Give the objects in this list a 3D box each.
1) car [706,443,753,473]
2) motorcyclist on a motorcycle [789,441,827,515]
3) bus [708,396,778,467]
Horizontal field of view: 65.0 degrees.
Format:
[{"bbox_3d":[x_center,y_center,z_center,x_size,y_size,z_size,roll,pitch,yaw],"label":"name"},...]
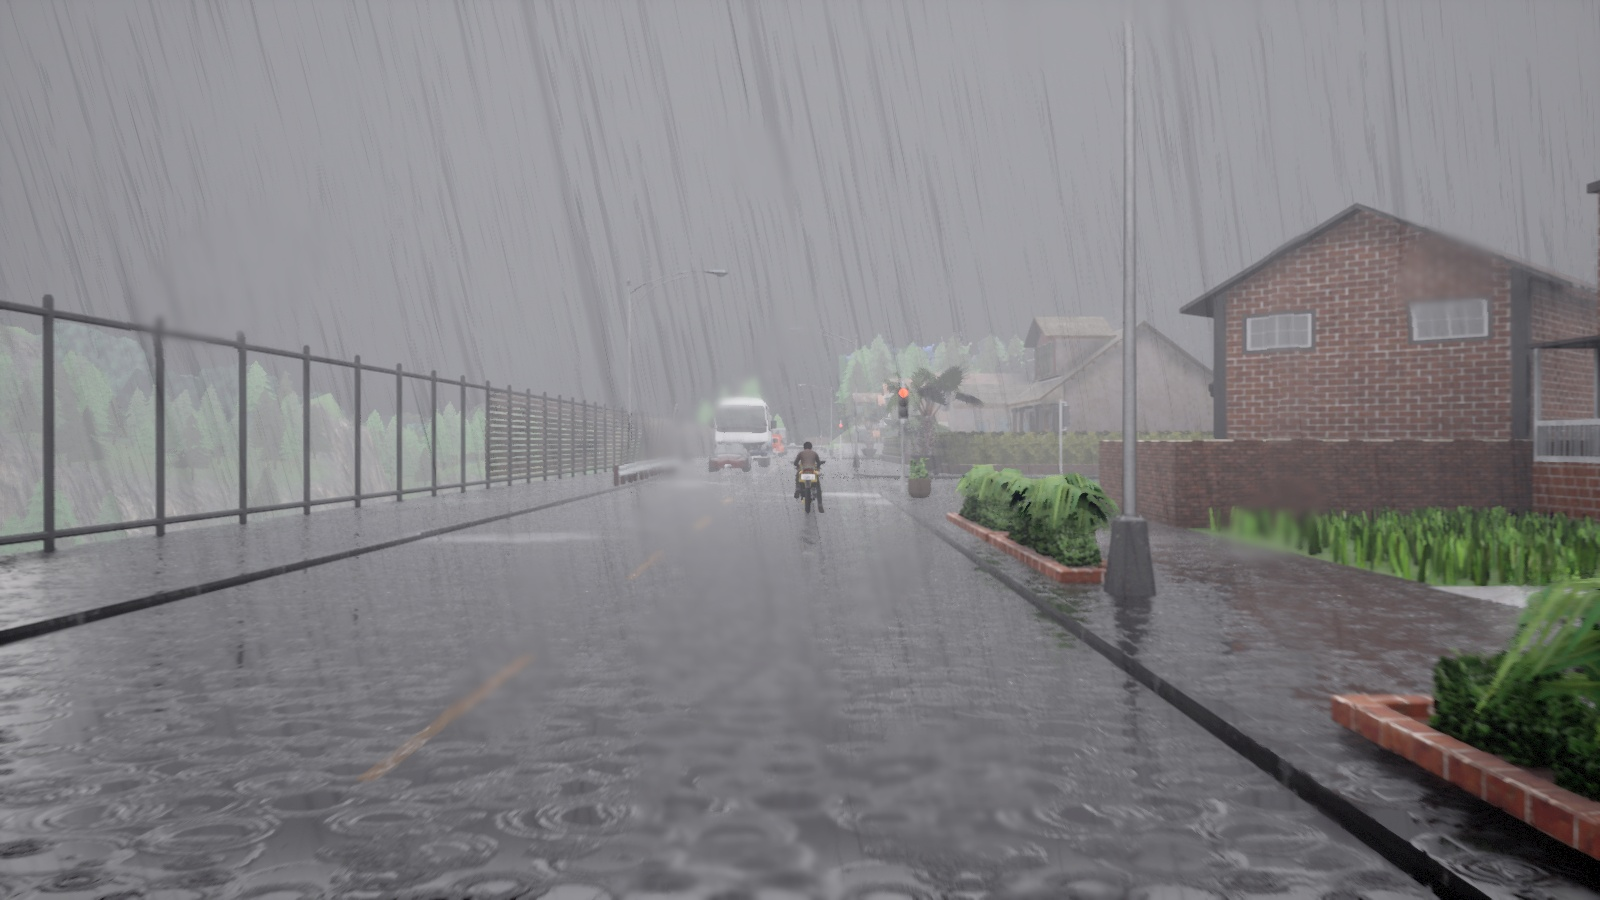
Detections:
[{"bbox_3d":[-3.611,0.374,65.462,2.163,1.488,4.792,0,0,0],"label":"car"},{"bbox_3d":[0.169,0.577,26.942,0.797,1.523,2.044,0,0,0],"label":"motorcyclist on a motorcycle"},{"bbox_3d":[-3.517,-1.088,80.824,3.944,4.253,10.273,0,0,0],"label":"bus"}]
